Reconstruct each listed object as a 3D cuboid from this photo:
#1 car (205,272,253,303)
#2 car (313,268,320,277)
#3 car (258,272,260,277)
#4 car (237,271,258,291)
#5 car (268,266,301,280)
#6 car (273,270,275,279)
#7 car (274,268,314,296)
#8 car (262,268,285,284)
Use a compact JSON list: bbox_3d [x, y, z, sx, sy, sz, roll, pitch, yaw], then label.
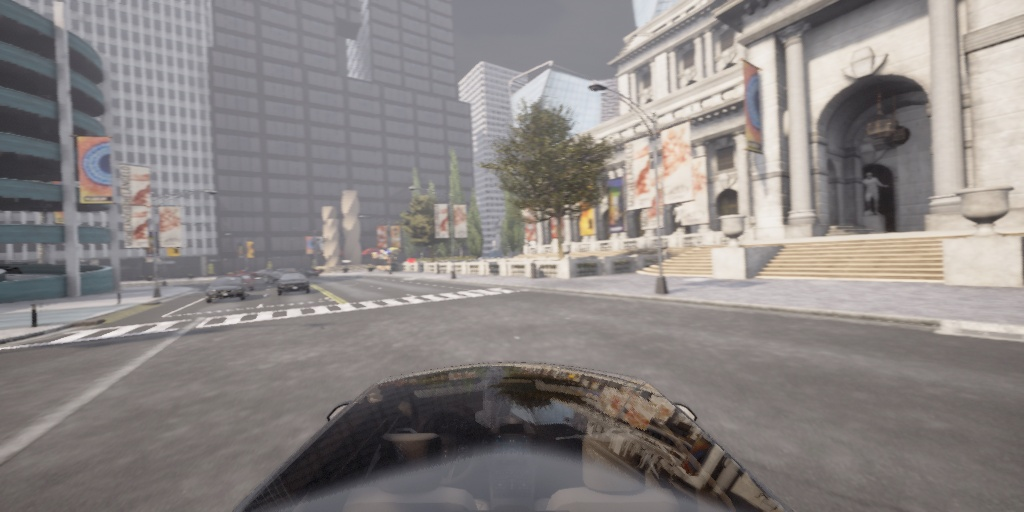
[{"bbox_3d":[-17.961,2.031,22.791,1.837,1.490,4.892,-3,0,-33],"label":"car"},{"bbox_3d":[-31.156,2.557,54.168,4.892,1.490,1.837,-3,0,28],"label":"car"},{"bbox_3d":[-28.838,2.589,38.443,1.895,1.301,4.718,-3,0,-43],"label":"car"},{"bbox_3d":[-23.010,2.265,30.477,1.812,1.442,4.674,-3,0,-34],"label":"car"},{"bbox_3d":[-32.216,2.463,50.724,4.553,1.767,2.097,-3,0,32],"label":"car"},{"bbox_3d":[-21.136,2.190,33.996,2.033,1.411,5.357,-3,0,-34],"label":"car"},{"bbox_3d":[-15.743,1.892,25.790,1.882,1.535,5.008,-3,0,-33],"label":"car"},{"bbox_3d":[-27.370,2.415,41.943,1.837,1.490,4.892,-3,0,-44],"label":"car"}]
